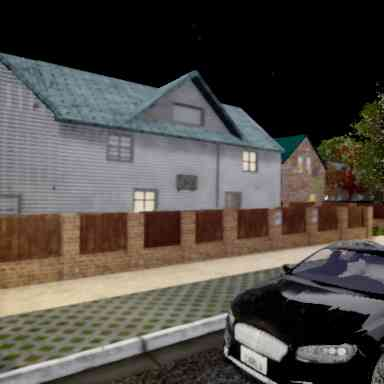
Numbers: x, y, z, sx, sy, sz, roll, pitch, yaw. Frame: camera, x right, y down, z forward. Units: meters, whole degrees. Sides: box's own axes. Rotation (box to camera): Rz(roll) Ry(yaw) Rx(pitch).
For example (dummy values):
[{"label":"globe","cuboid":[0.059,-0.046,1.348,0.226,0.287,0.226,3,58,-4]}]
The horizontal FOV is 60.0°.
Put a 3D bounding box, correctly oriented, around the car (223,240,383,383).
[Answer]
[{"label":"car","cuboid":[2.650,1.542,4.956,4.902,1.511,2.128,1,0,-35]}]
